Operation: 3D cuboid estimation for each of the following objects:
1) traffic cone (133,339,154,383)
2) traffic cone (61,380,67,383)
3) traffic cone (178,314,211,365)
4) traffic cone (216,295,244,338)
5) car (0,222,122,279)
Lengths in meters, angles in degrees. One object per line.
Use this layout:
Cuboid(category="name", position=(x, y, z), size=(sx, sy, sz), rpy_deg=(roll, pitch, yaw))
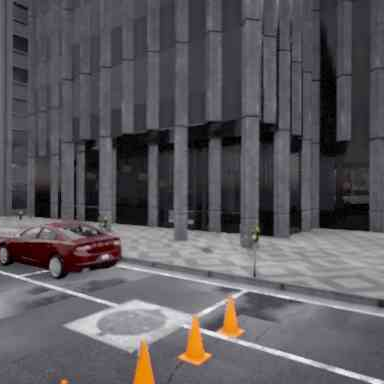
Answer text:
Cuboid(category="traffic cone", position=(-0.549, 1.965, 3.748), size=(0.340, 0.580, 0.340), rpy_deg=(0, 0, 36))
Cuboid(category="traffic cone", position=(-1.132, 1.962, 2.936), size=(0.340, 0.580, 0.340), rpy_deg=(0, 0, 36))
Cuboid(category="traffic cone", position=(0.035, 1.968, 4.561), size=(0.340, 0.580, 0.340), rpy_deg=(0, 0, 36))
Cuboid(category="traffic cone", position=(0.617, 1.971, 5.373), size=(0.340, 0.580, 0.340), rpy_deg=(0, 0, 36))
Cuboid(category="car", position=(-4.089, 1.563, 10.025), size=(4.507, 1.381, 1.887), rpy_deg=(0, 0, 36))
